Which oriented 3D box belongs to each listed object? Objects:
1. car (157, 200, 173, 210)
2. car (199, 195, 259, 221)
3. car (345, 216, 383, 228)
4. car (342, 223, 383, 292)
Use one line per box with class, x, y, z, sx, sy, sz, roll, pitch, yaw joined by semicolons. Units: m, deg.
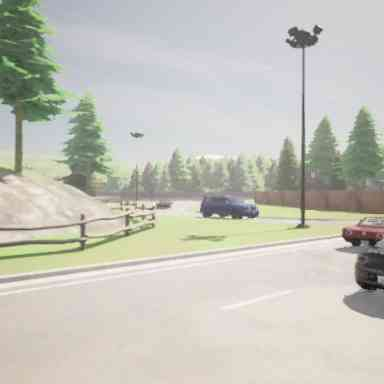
car;-3.735;1.771;46.188;1.895;1.301;4.718;0;0;1
car;3.100;1.307;28.851;2.150;2.045;5.566;0;0;-44
car;8.462;1.667;14.083;4.718;1.301;1.895;0;0;-35
car;5.637;1.566;7.781;4.674;1.442;1.812;0;0;-35
